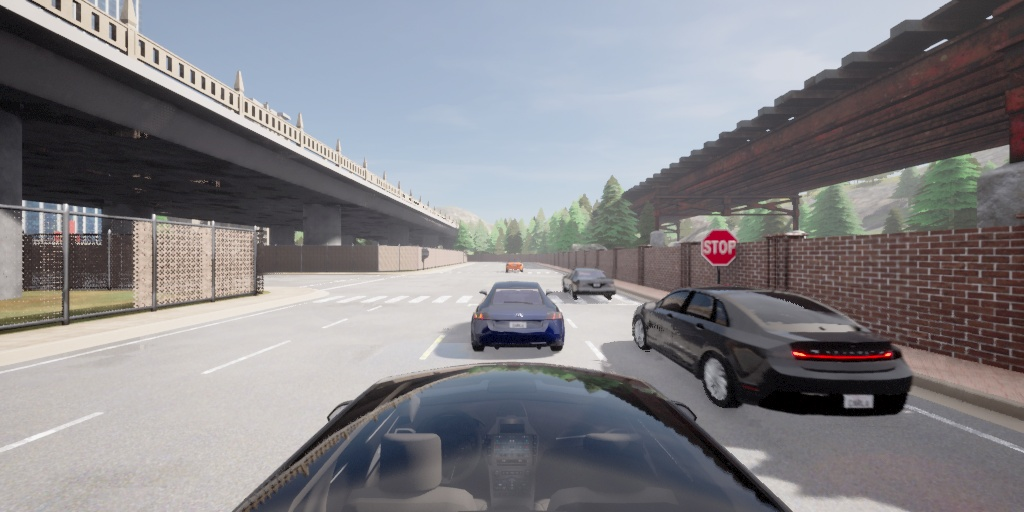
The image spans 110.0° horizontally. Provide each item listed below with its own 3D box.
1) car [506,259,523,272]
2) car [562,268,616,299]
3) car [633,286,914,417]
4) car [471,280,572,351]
[{"bbox_3d":[0.273,1.102,44.956,2.097,1.767,4.553,0,0,0],"label":"car"},{"bbox_3d":[3.667,1.297,17.897,2.033,1.411,5.357,0,0,1],"label":"car"},{"bbox_3d":[3.609,1.256,6.149,1.837,1.490,4.892,0,0,0],"label":"car"},{"bbox_3d":[0.116,1.314,8.993,1.994,1.385,4.181,0,0,0],"label":"car"}]
